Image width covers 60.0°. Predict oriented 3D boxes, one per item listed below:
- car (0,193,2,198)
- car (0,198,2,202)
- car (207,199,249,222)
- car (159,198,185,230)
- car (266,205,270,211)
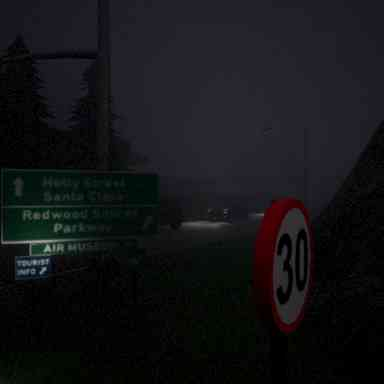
[{"bbox_3d":[-38.597,1.489,70.013,4.514,1.523,2.007,0,0,35],"label":"car"},{"bbox_3d":[-12.393,1.504,26.071,1.905,1.878,3.866,0,0,35],"label":"car"},{"bbox_3d":[3.182,1.544,28.906,2.097,1.767,4.553,0,0,36],"label":"car"},{"bbox_3d":[-2.706,1.414,20.812,2.150,2.045,5.566,0,0,36],"label":"car"},{"bbox_3d":[10.176,1.755,38.492,1.994,1.385,4.181,0,0,36],"label":"car"}]
